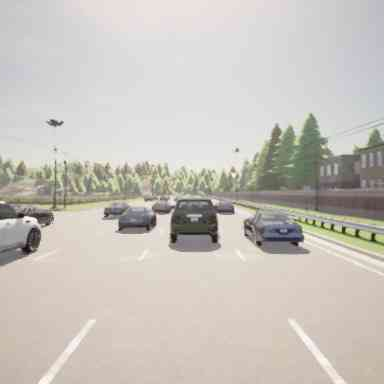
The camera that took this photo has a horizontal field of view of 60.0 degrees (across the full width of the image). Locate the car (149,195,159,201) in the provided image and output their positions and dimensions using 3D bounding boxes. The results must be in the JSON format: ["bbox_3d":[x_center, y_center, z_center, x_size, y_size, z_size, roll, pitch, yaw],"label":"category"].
[{"bbox_3d":[-10.484,1.587,91.544,2.128,1.511,4.902,0,0,0],"label":"car"}]

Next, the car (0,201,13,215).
[{"bbox_3d":[-20.449,1.652,35.198,1.994,1.385,4.181,0,0,-37],"label":"car"}]

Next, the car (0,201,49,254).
[{"bbox_3d":[-6.897,1.246,10.525,2.150,2.045,5.566,0,0,0],"label":"car"}]

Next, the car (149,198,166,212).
[{"bbox_3d":[-3.393,1.658,37.342,1.994,1.385,4.181,0,0,0],"label":"car"}]

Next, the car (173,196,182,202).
[{"bbox_3d":[-3.486,1.750,81.539,1.994,1.385,4.181,0,0,0],"label":"car"}]

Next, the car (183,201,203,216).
[{"bbox_3d":[0.107,1.689,35.234,1.895,1.301,4.718,0,0,0],"label":"car"}]

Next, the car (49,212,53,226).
[{"bbox_3d":[-10.395,1.541,20.810,2.128,1.511,4.902,0,0,0],"label":"car"}]

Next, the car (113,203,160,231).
[{"bbox_3d":[-3.395,1.616,21.278,1.994,1.385,4.181,0,0,0],"label":"car"}]

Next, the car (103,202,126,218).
[{"bbox_3d":[-6.894,1.626,31.417,2.033,1.411,5.357,0,0,0],"label":"car"}]

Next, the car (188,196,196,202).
[{"bbox_3d":[0.014,1.695,81.122,1.837,1.490,4.892,0,0,0],"label":"car"}]

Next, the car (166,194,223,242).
[{"bbox_3d":[0.104,1.263,16.756,2.150,2.045,5.566,0,0,0],"label":"car"}]

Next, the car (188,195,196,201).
[{"bbox_3d":[0.016,1.615,91.542,1.994,1.385,4.181,0,0,0],"label":"car"}]

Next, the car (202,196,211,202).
[{"bbox_3d":[3.514,1.695,81.121,1.837,1.490,4.892,0,0,0],"label":"car"}]

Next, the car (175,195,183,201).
[{"bbox_3d":[-3.484,1.602,91.543,2.033,1.411,5.357,0,0,0],"label":"car"}]

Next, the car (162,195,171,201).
[{"bbox_3d":[-6.984,1.602,91.543,2.033,1.411,5.357,0,0,0],"label":"car"}]

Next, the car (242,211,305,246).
[{"bbox_3d":[3.604,1.587,15.584,2.033,1.411,5.357,0,0,0],"label":"car"}]

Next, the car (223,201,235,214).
[{"bbox_3d":[3.607,1.658,37.413,1.994,1.385,4.181,0,0,0],"label":"car"}]

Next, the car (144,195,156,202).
[{"bbox_3d":[-10.486,1.695,81.124,1.837,1.490,4.892,0,0,0],"label":"car"}]

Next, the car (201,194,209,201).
[{"bbox_3d":[3.516,1.417,91.512,2.097,1.767,4.553,0,0,0],"label":"car"}]

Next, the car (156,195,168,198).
[{"bbox_3d":[-6.986,1.695,81.123,1.837,1.490,4.892,0,0,0],"label":"car"}]
